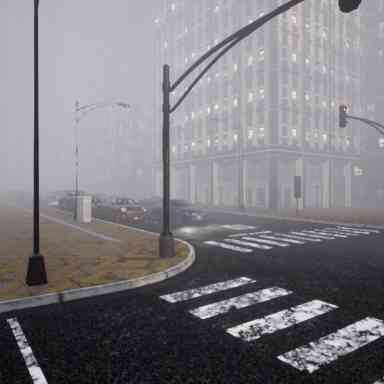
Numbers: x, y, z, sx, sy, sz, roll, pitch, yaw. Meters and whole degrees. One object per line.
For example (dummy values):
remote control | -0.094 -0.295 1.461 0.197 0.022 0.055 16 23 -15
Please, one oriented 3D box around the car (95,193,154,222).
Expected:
car | -4.592 1.068 22.239 1.967 1.590 4.097 1 0 -36

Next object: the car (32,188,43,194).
car | -39.990 -0.213 86.121 1.947 1.339 4.313 1 0 -36

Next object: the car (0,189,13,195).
car | -40.271 0.015 72.108 1.947 1.339 4.313 1 0 -36

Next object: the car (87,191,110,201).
car | -14.036 0.643 49.839 1.947 1.339 4.313 1 0 -36

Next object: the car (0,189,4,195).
car | -37.027 0.107 67.575 2.008 1.369 4.403 1 0 -36

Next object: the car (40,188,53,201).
car | -20.127 0.531 48.539 2.128 1.511 4.902 0 1 -35

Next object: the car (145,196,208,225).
car | -0.934 1.202 21.559 1.812 1.442 4.674 0 1 -36

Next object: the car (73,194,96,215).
car | -7.839 1.103 26.773 1.802 1.307 4.206 1 0 -36

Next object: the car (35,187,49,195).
car | -36.740 -0.357 81.585 2.192 1.841 5.009 1 0 -36

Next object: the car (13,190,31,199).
car | -27.297 0.422 53.974 1.887 1.381 4.507 1 0 -36

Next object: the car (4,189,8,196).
car | -33.783 0.208 63.041 1.887 1.381 4.507 1 0 -36

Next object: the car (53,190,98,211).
car | -11.075 0.729 31.306 2.192 1.841 5.009 1 0 -36

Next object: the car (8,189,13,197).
car | -30.540 0.321 58.508 2.008 1.369 4.403 1 0 -36

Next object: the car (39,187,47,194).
car | -33.501 -0.021 77.050 1.887 1.381 4.507 1 0 -36

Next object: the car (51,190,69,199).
car | -23.089 0.378 58.018 1.812 1.442 4.674 0 1 -36

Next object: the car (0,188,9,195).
car | -43.513 -0.113 76.642 1.887 1.381 4.507 1 0 -36
